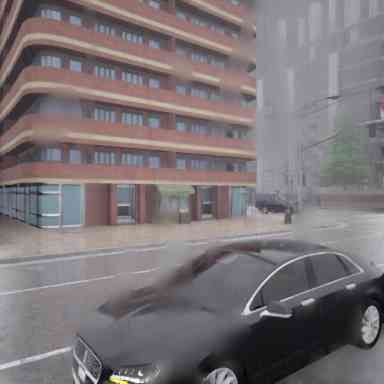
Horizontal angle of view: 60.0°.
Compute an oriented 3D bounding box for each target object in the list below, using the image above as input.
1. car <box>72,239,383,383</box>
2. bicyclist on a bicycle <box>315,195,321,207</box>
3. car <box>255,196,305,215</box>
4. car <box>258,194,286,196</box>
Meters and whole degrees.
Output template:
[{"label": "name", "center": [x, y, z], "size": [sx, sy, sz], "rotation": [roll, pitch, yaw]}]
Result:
[{"label": "car", "center": [0.895, 1.504, 4.650], "size": [4.892, 1.490, 1.837], "rotation": [0, 0, -36]}, {"label": "bicyclist on a bicycle", "center": [17.790, 1.301, 46.928], "size": [1.656, 1.620, 0.582], "rotation": [0, 0, -36]}, {"label": "car", "center": [8.852, 1.491, 32.931], "size": [2.128, 1.511, 4.902], "rotation": [0, 0, -36]}, {"label": "car", "center": [9.678, 1.222, 37.728], "size": [2.150, 2.045, 5.566], "rotation": [0, 0, -36]}]
